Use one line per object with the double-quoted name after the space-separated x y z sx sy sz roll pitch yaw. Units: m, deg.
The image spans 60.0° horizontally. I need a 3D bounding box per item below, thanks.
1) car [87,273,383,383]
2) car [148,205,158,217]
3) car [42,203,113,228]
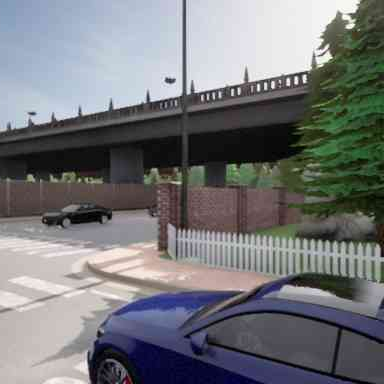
1.029 1.526 3.044 4.674 1.442 1.812 0 0 36 "car"
-2.023 1.409 31.282 2.097 1.767 4.553 0 0 35 "car"
-7.790 1.534 22.959 1.882 1.535 5.008 0 0 35 "car"
